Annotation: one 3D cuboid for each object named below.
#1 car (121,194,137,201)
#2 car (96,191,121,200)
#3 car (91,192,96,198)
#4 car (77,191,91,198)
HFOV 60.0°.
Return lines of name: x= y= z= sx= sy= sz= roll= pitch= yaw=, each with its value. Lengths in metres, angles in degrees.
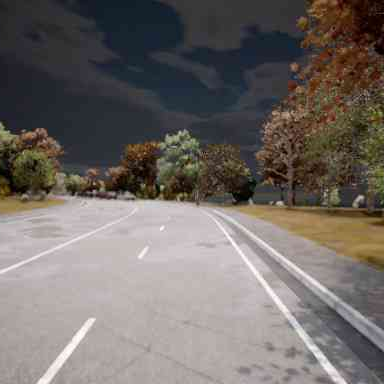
car: x=-13.237 y=1.025 z=67.555 sx=1.895 sy=1.301 sz=4.718 roll=2 pitch=0 yaw=-40
car: x=-16.766 y=0.686 z=66.449 sx=2.097 sy=1.767 sz=4.553 roll=2 pitch=0 yaw=-40
car: x=-19.773 y=0.676 z=75.044 sx=5.357 sy=1.411 sz=2.033 roll=2 pitch=-1 yaw=40
car: x=-23.714 y=0.567 z=73.897 sx=4.892 sy=1.490 sz=1.837 roll=2 pitch=-1 yaw=40
